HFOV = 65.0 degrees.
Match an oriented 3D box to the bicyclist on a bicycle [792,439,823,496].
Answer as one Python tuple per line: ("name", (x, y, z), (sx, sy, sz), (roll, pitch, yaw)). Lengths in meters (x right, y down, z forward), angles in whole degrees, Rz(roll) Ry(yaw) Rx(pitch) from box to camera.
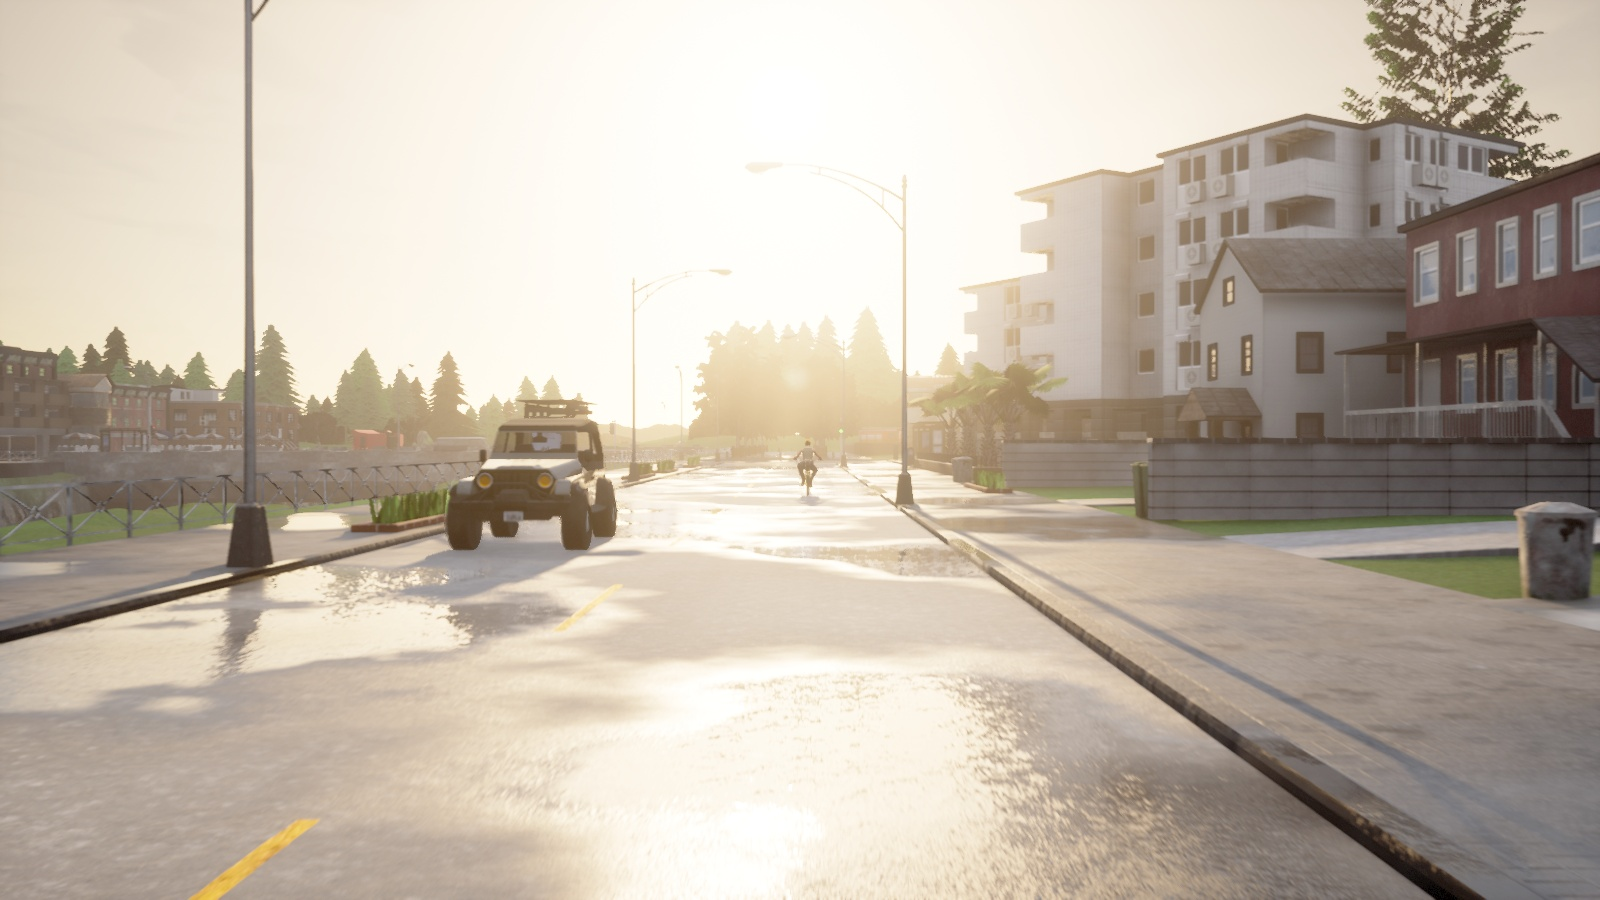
("bicyclist on a bicycle", (0.222, 0.480, 36.078), (0.866, 1.612, 1.509), (0, 0, 0))

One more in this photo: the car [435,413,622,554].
("car", (-3.878, 0.435, 18.583), (1.905, 1.878, 3.866), (0, 0, 0))
